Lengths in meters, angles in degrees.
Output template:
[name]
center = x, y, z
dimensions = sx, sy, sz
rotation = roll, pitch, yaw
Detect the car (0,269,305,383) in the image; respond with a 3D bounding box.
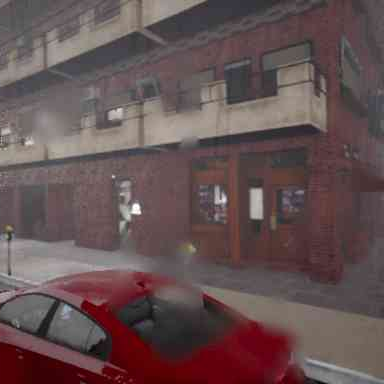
[car]
center = -1.119, 1.563, 3.682
dimensions = 4.507, 1.381, 1.887
rotation = 0, -1, 35
